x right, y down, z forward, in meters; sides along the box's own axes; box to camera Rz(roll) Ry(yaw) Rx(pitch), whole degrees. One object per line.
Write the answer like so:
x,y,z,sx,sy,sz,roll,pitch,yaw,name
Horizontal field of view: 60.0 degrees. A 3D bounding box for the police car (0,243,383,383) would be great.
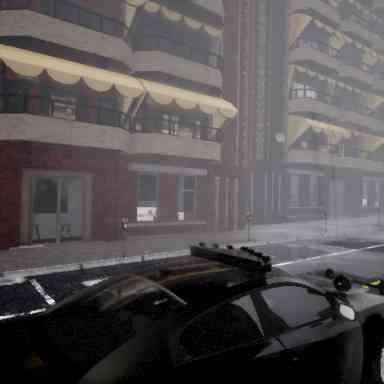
0.506,1.426,3.641,5.238,1.638,1.930,0,0,-35,police car
